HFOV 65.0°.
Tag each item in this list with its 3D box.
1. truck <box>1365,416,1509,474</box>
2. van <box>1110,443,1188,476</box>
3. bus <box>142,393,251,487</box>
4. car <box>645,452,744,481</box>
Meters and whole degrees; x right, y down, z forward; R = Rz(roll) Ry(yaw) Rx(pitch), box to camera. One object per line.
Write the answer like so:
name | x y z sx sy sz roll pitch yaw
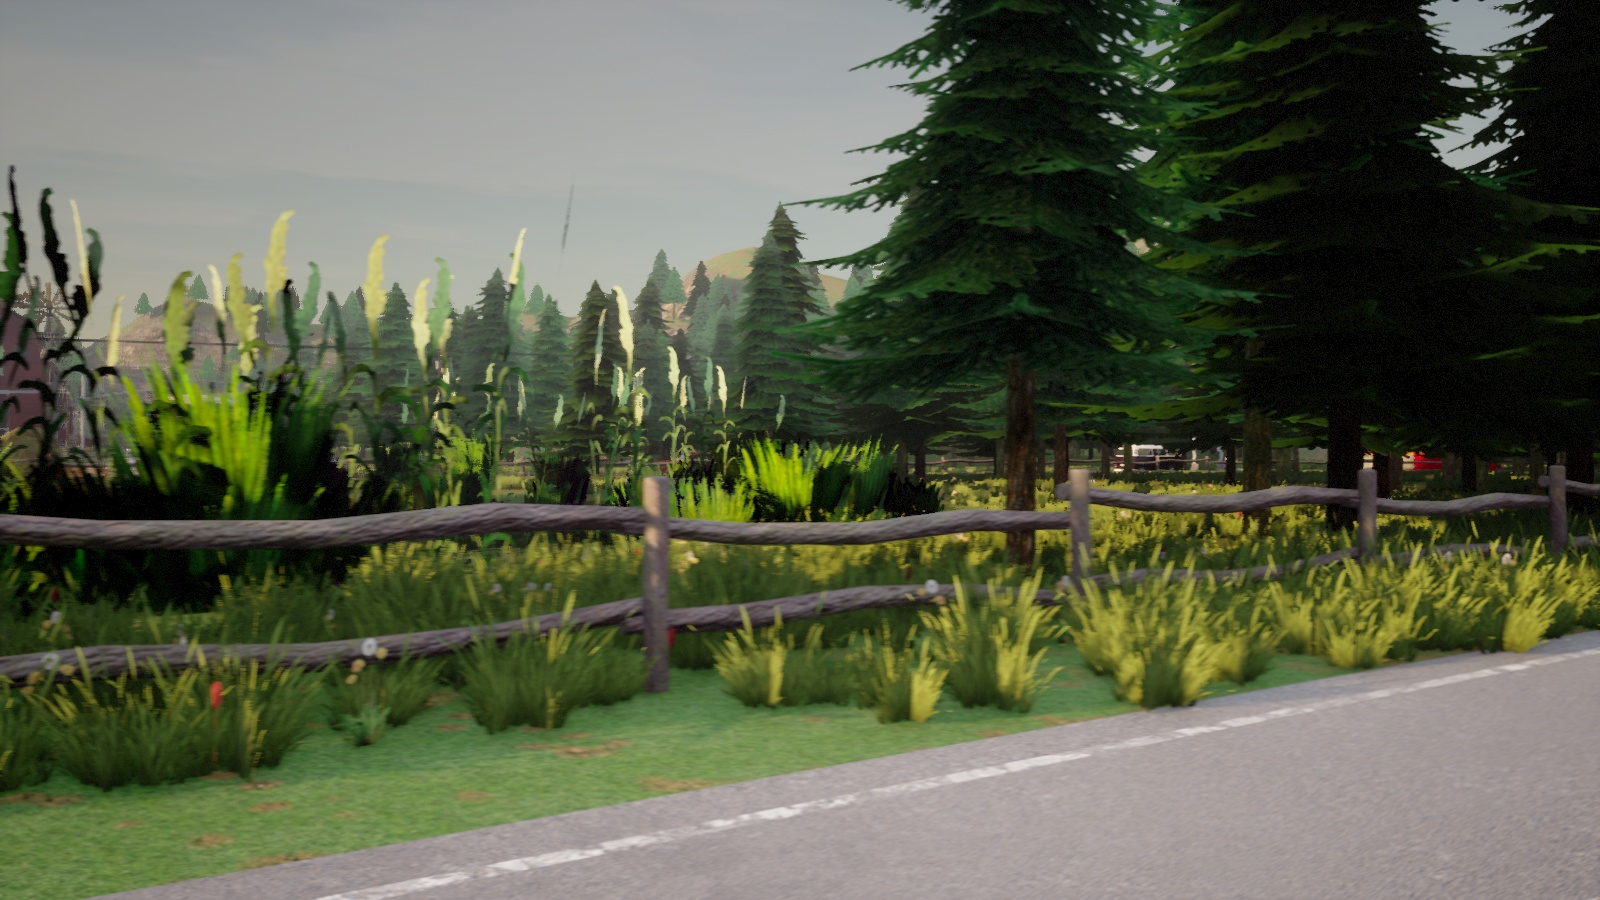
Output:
truck | 43.850 -0.300 86.667 8.468 3.827 2.891 0 -1 38
van | 21.925 0.590 78.896 4.480 2.038 2.069 0 0 -28
bus | -29.736 -0.419 62.358 3.944 4.253 10.273 0 0 -20
car | -5.739 0.869 68.374 5.008 1.535 1.882 0 0 -27
